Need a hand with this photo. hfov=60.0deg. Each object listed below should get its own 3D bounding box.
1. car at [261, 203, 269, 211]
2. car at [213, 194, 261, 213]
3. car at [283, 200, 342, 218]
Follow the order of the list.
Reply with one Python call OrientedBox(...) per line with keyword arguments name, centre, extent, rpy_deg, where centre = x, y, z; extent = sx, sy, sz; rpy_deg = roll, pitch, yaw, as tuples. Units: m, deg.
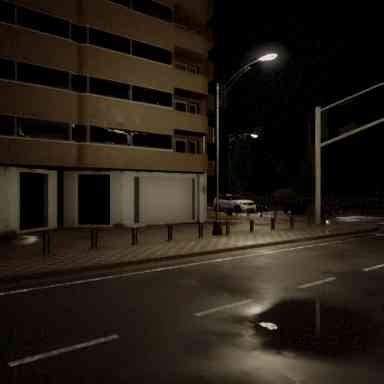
OrientedBox(name="car", centre=(7.159, 1.560, 40.577), extent=(1.837, 1.490, 4.892), rpy_deg=(0, 0, -36))
OrientedBox(name="car", centre=(4.740, 1.277, 37.949), extent=(2.150, 2.045, 5.566), rpy_deg=(0, 0, -36))
OrientedBox(name="car", centre=(10.512, 1.560, 29.958), extent=(1.837, 1.490, 4.892), rpy_deg=(0, 0, -36))
